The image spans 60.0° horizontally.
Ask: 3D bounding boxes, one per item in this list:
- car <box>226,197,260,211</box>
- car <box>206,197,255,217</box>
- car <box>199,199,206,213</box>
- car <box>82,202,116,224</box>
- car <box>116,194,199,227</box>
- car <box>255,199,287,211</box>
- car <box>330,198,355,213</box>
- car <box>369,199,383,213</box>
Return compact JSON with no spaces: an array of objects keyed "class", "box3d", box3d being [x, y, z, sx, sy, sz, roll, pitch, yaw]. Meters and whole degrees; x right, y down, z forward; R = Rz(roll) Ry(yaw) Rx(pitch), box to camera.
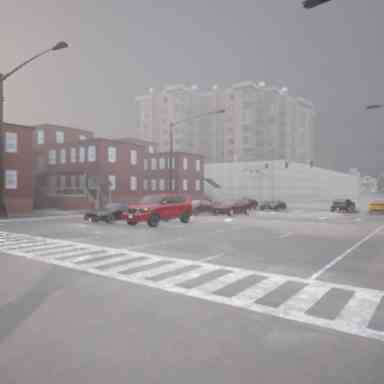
[{"class":"car","box3d":[6.265,1.390,40.295,2.128,1.511,4.902,0,0,36]},{"class":"car","box3d":[3.640,1.396,30.628,1.882,1.535,5.008,0,0,35]},{"class":"car","box3d":[0.493,1.424,32.229,1.812,1.442,4.674,0,0,35]},{"class":"car","box3d":[-5.231,1.446,24.233,2.033,1.411,5.357,0,0,35]},{"class":"car","box3d":[-2.148,1.139,22.522,2.150,2.045,5.566,0,0,36]},{"class":"car","box3d":[9.485,1.482,38.784,1.994,1.385,4.181,0,0,35]},{"class":"car","box3d":[16.465,1.463,36.238,1.837,1.490,4.892,0,0,36]},{"class":"car","box3d":[20.134,1.456,35.326,1.882,1.535,5.008,0,0,36]}]
